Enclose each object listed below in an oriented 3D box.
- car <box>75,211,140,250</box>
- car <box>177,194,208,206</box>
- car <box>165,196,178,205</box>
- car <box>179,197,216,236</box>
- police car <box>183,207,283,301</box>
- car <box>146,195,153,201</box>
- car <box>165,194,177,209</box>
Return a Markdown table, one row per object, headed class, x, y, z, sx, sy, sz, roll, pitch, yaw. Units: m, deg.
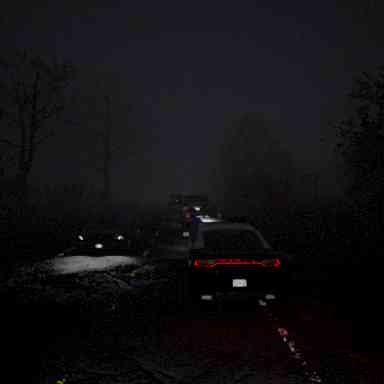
| class | x | y | z | sx | sy | sz | roll | pitch | yaw |
| --- | --- | --- | --- | --- | --- | --- | --- | --- | --- |
| car | -3.384 | 1.546 | 14.512 | 2.033 | 1.411 | 5.357 | 0 | 0 | -2 |
| car | 0.206 | 1.221 | 24.522 | 2.150 | 2.045 | 5.566 | 0 | 0 | -3 |
| car | -3.696 | 1.507 | 59.193 | 1.837 | 1.490 | 4.892 | 0 | 0 | -8 |
| car | 0.492 | 1.349 | 18.440 | 2.097 | 1.767 | 4.553 | 0 | 0 | -2 |
| police car | 0.799 | 1.424 | 8.535 | 1.930 | 1.638 | 5.238 | 0 | 0 | -1 |
| car | -11.188 | 1.565 | 87.401 | 2.033 | 1.411 | 5.357 | 0 | 0 | -10 |
| car | -2.186 | 1.220 | 45.305 | 2.150 | 2.045 | 5.566 | 0 | 0 | -5 |
